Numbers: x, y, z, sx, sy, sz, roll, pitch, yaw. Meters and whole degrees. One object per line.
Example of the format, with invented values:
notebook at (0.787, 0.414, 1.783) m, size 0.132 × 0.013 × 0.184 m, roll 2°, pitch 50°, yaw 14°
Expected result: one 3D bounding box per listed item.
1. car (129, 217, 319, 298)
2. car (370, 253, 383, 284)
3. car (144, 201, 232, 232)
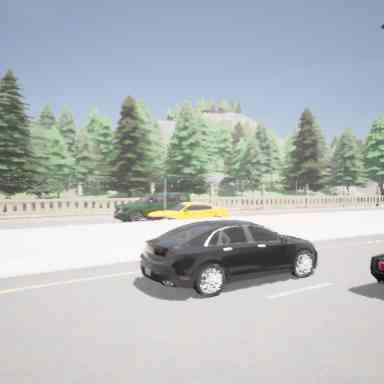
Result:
car at (1.117, 1.456, 8.410) m, size 4.892 × 1.490 × 1.837 m, roll 0°, pitch 0°, yaw -32°
car at (6.219, 1.556, 7.401) m, size 4.718 × 1.301 × 1.895 m, roll 0°, pitch 0°, yaw -29°
car at (-0.203, 1.363, 20.045) m, size 5.008 × 1.535 × 1.882 m, roll 0°, pitch 0°, yaw -29°
